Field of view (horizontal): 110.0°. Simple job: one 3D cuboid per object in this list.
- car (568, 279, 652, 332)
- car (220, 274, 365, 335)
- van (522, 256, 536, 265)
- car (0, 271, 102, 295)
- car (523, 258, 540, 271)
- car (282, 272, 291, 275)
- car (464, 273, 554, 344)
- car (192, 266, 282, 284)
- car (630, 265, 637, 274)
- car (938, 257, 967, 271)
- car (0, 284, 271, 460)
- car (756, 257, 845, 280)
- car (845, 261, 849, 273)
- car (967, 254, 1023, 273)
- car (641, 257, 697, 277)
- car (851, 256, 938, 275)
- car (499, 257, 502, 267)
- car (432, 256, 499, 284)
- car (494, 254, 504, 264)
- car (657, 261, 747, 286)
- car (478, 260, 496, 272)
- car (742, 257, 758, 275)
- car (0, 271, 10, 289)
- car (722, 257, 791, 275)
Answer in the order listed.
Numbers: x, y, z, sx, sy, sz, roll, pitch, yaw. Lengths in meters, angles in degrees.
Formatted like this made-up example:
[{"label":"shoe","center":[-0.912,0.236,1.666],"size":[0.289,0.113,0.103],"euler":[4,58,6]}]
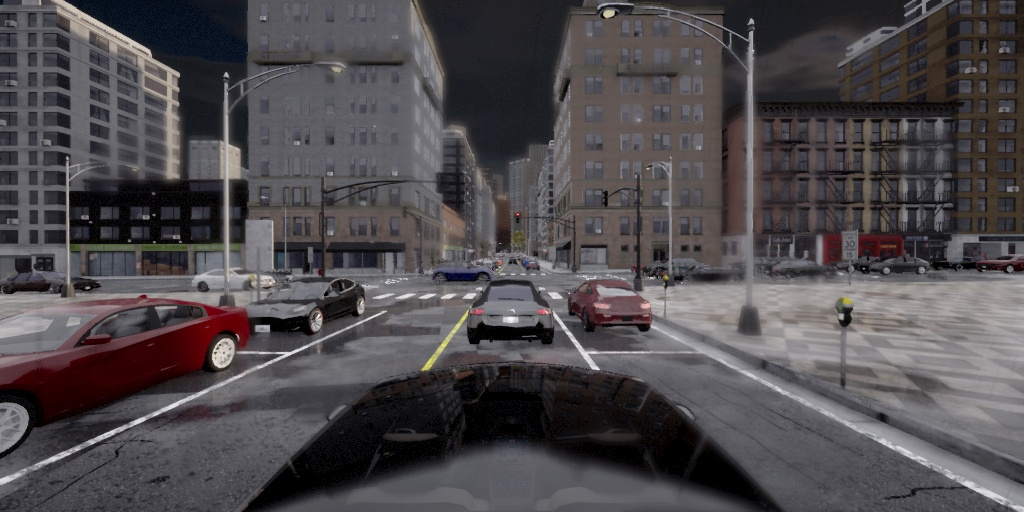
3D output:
[{"label":"car","center":[2.719,1.330,10.560],"size":[1.802,1.307,4.207],"euler":[0,0,0]},{"label":"car","center":[-5.806,1.314,10.516],"size":[1.948,1.339,4.313],"euler":[0,0,0]},{"label":"van","center":[2.811,1.000,53.324],"size":[1.690,1.789,3.998],"euler":[0,0,0]},{"label":"car","center":[-29.981,1.695,23.088],"size":[5.357,1.411,2.033],"euler":[-1,0,0]},{"label":"car","center":[2.793,1.258,47.772],"size":[1.802,1.307,4.207],"euler":[0,0,0]},{"label":"car","center":[-18.723,1.480,26.360],"size":[4.902,1.511,2.128],"euler":[-1,0,0]},{"label":"car","center":[-0.035,1.313,9.562],"size":[1.994,1.385,4.181],"euler":[0,0,0]},{"label":"car","center":[-17.898,1.520,23.111],"size":[4.674,1.442,1.812],"euler":[-1,0,0]},{"label":"car","center":[13.480,1.106,33.117],"size":[4.718,1.301,1.895],"euler":[-1,0,0]},{"label":"car","center":[41.788,0.716,33.133],"size":[4.718,1.301,1.895],"euler":[-1,0,0]},{"label":"car","center":[-5.776,1.295,4.872],"size":[1.888,1.381,4.507],"euler":[0,0,0]},{"label":"car","center":[21.173,0.956,26.430],"size":[4.674,1.442,1.812],"euler":[-1,0,0]},{"label":"car","center":[31.992,0.752,33.144],"size":[4.892,1.490,1.837],"euler":[-1,0,0]},{"label":"car","center":[41.878,0.608,29.881],"size":[5.008,1.535,1.882],"euler":[-1,0,0]},{"label":"car","center":[13.332,0.876,29.865],"size":[4.553,1.767,2.097],"euler":[-1,0,0]},{"label":"car","center":[31.751,0.771,29.892],"size":[4.892,1.490,1.837],"euler":[-1,0,0]},{"label":"car","center":[-3.039,1.201,55.213],"size":[2.033,1.411,5.357],"euler":[0,0,0]},{"label":"car","center":[-3.489,1.120,26.381],"size":[4.553,1.767,2.097],"euler":[0,0,0]},{"label":"car","center":[-2.970,0.970,65.122],"size":[2.097,1.767,4.553],"euler":[0,0,1]},{"label":"car","center":[12.305,1.173,23.166],"size":[4.718,1.301,1.895],"euler":[-1,0,0]},{"label":"car","center":[-3.073,1.209,45.563],"size":[1.812,1.442,4.674],"euler":[0,0,2]},{"label":"car","center":[22.285,0.889,29.881],"size":[4.902,1.511,2.128],"euler":[-1,0,0]},{"label":"car","center":[-40.532,1.859,26.335],"size":[4.718,1.301,1.895],"euler":[-1,0,0]},{"label":"car","center":[22.521,0.869,33.132],"size":[4.902,1.511,2.128],"euler":[-1,0,0]}]
